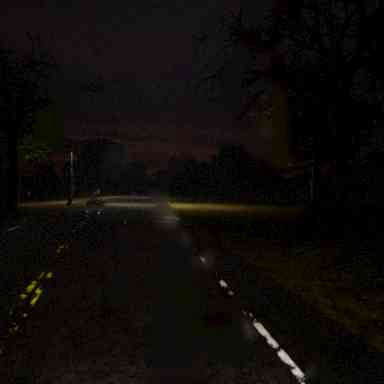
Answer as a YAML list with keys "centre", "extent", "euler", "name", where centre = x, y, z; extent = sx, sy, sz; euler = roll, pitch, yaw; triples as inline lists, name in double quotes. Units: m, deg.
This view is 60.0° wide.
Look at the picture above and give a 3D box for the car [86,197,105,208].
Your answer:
- centre: [-12.756, 1.373, 44.079]
  extent: [1.895, 1.301, 4.718]
  euler: [1, 0, -8]
  name: "car"
